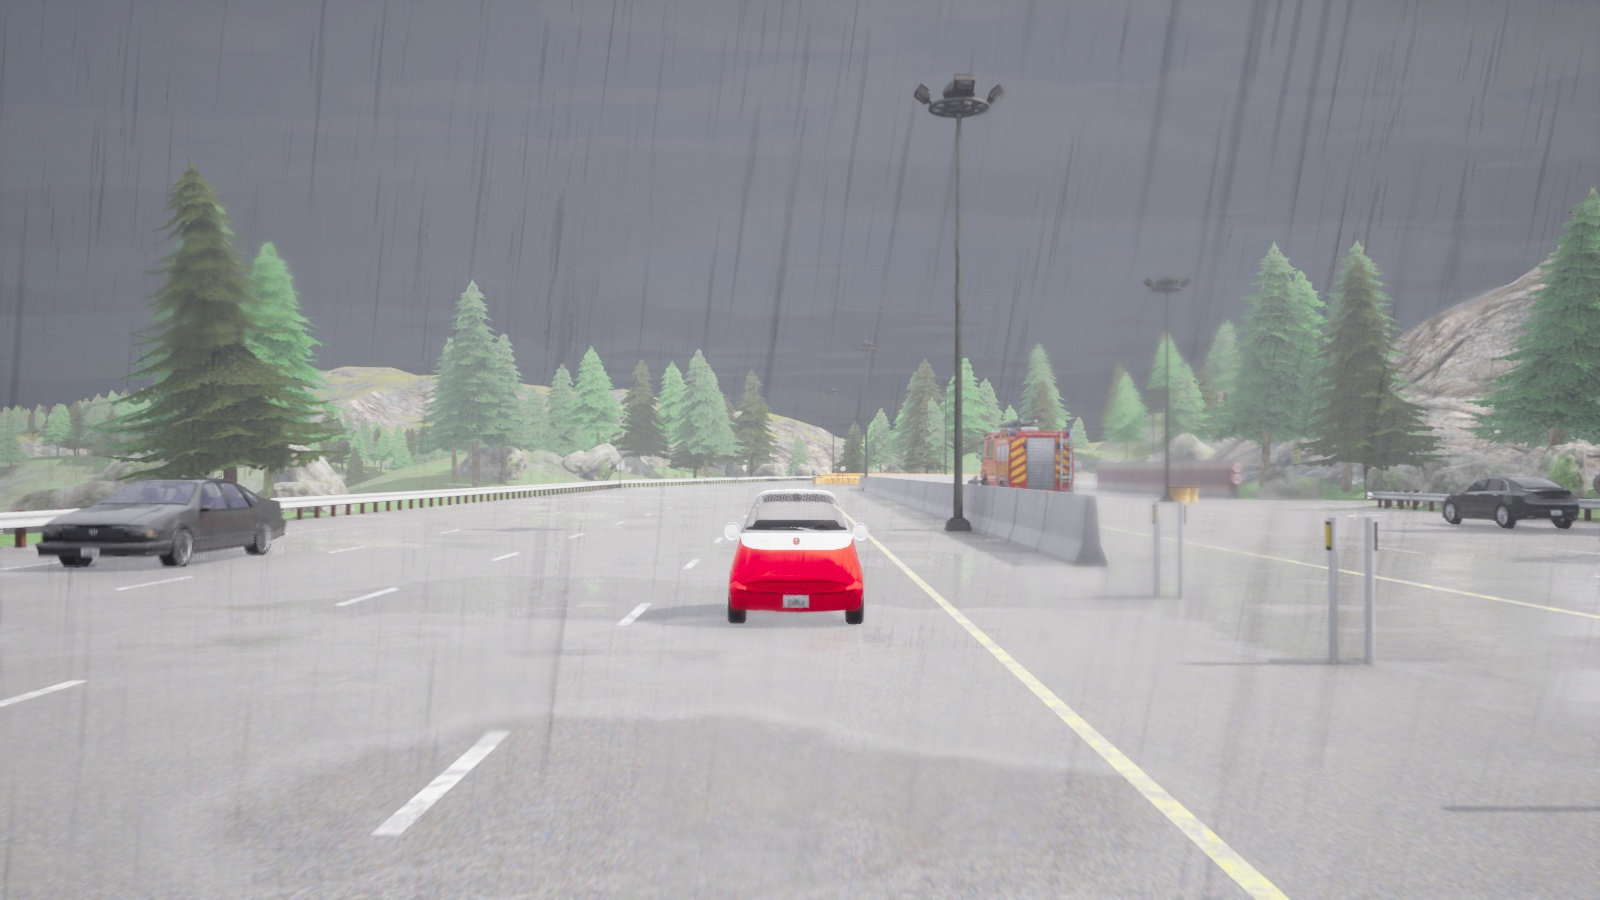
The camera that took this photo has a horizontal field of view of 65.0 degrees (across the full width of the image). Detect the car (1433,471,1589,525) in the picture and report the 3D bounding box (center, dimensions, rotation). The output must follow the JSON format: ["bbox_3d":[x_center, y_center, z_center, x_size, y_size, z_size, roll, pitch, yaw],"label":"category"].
[{"bbox_3d":[20.914,1.359,37.210,1.837,1.490,4.892,0,-1,0],"label":"car"}]

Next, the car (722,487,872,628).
[{"bbox_3d":[-0.030,1.096,13.521,1.481,1.376,2.207,0,-1,0],"label":"car"}]

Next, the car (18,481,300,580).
[{"bbox_3d":[-10.549,1.260,21.257,2.033,1.411,5.357,0,-1,0],"label":"car"}]

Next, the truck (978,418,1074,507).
[{"bbox_3d":[10.340,0.587,58.414,2.891,3.827,8.468,0,-1,0],"label":"truck"}]
